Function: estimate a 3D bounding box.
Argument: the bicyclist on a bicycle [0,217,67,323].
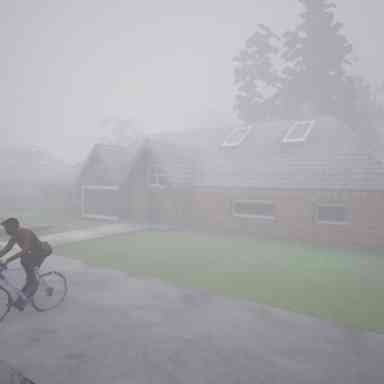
[{"bbox_3d":[-2.684,1.215,5.223,0.582,1.620,1.656,2,1,36],"label":"bicyclist on a bicycle"}]
